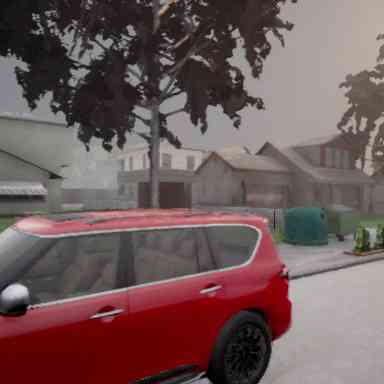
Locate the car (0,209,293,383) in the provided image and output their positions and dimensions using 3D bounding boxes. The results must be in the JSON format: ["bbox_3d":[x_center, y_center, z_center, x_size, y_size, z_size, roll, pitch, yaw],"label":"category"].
[{"bbox_3d":[-1.235,1.239,3.724,5.566,2.045,2.150,2,-1,-36],"label":"car"}]
